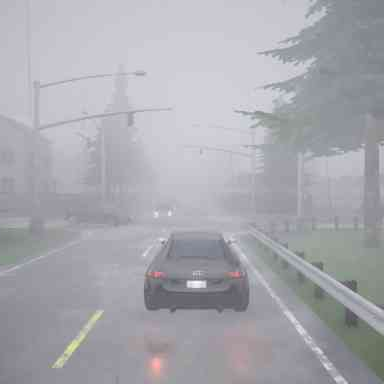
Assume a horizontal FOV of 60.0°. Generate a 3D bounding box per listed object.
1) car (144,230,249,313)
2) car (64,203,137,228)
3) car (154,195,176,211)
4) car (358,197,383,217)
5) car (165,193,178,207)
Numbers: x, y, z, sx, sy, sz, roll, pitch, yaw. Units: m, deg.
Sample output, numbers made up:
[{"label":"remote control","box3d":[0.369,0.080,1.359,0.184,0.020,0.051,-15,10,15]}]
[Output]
[{"label":"car","box3d":[0.101,1.564,7.755,1.994,1.385,4.181,0,0,1]},{"label":"car","box3d":[-5.967,1.478,21.617,4.902,1.511,2.128,0,0,19]},{"label":"car","box3d":[-3.395,1.478,41.605,1.882,1.535,5.008,0,0,0]},{"label":"car","box3d":[16.087,1.206,26.047,5.566,2.045,2.150,0,0,1]},{"label":"car","box3d":[-3.340,1.221,52.262,2.150,2.045,5.566,0,0,0]}]
